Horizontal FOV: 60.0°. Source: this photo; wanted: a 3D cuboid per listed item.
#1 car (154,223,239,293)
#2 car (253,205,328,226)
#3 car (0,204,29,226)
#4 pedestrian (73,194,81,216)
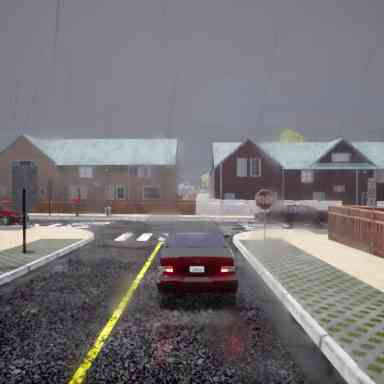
[{"bbox_3d":[0.094,1.547,8.970,2.033,1.411,5.357,0,0,0],"label":"car"},{"bbox_3d":[7.142,1.627,23.688,5.357,1.411,2.033,1,0,-2],"label":"car"},{"bbox_3d":[-12.918,1.410,21.295,4.674,1.442,1.812,1,0,4],"label":"car"},{"bbox_3d":[-9.378,1.053,27.144,0.375,1.860,0.375,0,0,1],"label":"pedestrian"}]
